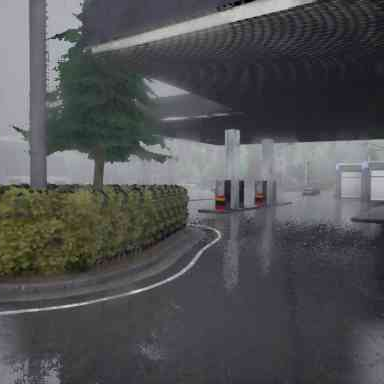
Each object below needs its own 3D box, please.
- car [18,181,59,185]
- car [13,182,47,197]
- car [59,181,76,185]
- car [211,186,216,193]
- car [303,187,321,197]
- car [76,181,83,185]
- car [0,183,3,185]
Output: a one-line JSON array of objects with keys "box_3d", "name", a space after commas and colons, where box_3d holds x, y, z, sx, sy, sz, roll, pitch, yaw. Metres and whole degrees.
[{"box_3d": [-16.346, -0.105, 35.233, 3.866, 1.878, 1.905, 2, 2, 36], "name": "car"}, {"box_3d": [-20.764, -0.365, 42.522, 4.605, 1.855, 1.932, 2, 2, 36], "name": "car"}, {"box_3d": [-25.411, -1.183, 65.625, 3.866, 1.878, 1.905, 2, 2, 36], "name": "car"}, {"box_3d": [6.259, -0.616, 65.258, 5.027, 1.636, 2.152, 2, 2, 36], "name": "car"}, {"box_3d": [20.424, -0.038, 56.615, 2.128, 1.511, 4.902, 2, 2, 36], "name": "car"}, {"box_3d": [-24.031, -1.234, 68.215, 4.605, 1.855, 1.932, 2, 2, 36], "name": "car"}, {"box_3d": [-32.954, -0.841, 55.297, 5.027, 1.636, 2.152, 2, 2, 36], "name": "car"}]
